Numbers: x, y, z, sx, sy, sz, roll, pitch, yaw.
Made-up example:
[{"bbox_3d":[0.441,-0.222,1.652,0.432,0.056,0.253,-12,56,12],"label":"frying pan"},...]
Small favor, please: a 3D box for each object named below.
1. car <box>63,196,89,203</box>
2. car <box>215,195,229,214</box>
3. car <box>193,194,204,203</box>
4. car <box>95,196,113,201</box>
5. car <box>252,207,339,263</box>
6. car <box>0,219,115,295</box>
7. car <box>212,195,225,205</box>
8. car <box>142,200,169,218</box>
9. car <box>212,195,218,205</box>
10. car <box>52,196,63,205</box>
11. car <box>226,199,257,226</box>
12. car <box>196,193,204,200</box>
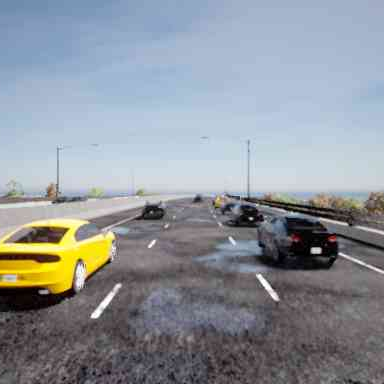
[{"bbox_3d":[-16.858,1.393,49.358,1.837,1.490,4.892,0,0,2],"label":"car"},{"bbox_3d":[3.827,1.400,33.593,2.128,1.511,4.902,0,0,1],"label":"car"},{"bbox_3d":[1.191,1.392,64.668,1.837,1.490,4.892,0,0,2],"label":"car"},{"bbox_3d":[-13.322,1.380,50.665,2.128,1.511,4.902,0,0,2],"label":"car"},{"bbox_3d":[3.538,1.488,11.749,1.812,1.442,4.674,0,0,0],"label":"car"},{"bbox_3d":[-3.371,1.448,8.666,1.882,1.535,5.008,0,0,0],"label":"car"},{"bbox_3d":[4.393,1.321,55.432,2.033,1.649,4.856,0,0,2],"label":"car"},{"bbox_3d":[-3.151,1.407,28.819,2.128,1.511,4.902,0,0,1],"label":"car"},{"bbox_3d":[4.075,1.371,44.513,1.882,1.535,5.008,0,0,1],"label":"car"},{"bbox_3d":[-20.256,1.390,52.453,1.837,1.490,4.892,0,0,2],"label":"car"},{"bbox_3d":[3.648,1.457,22.672,1.812,1.442,4.674,0,0,1],"label":"car"},{"bbox_3d":[2.034,1.187,83.957,2.097,1.767,4.553,0,0,3],"label":"car"}]
